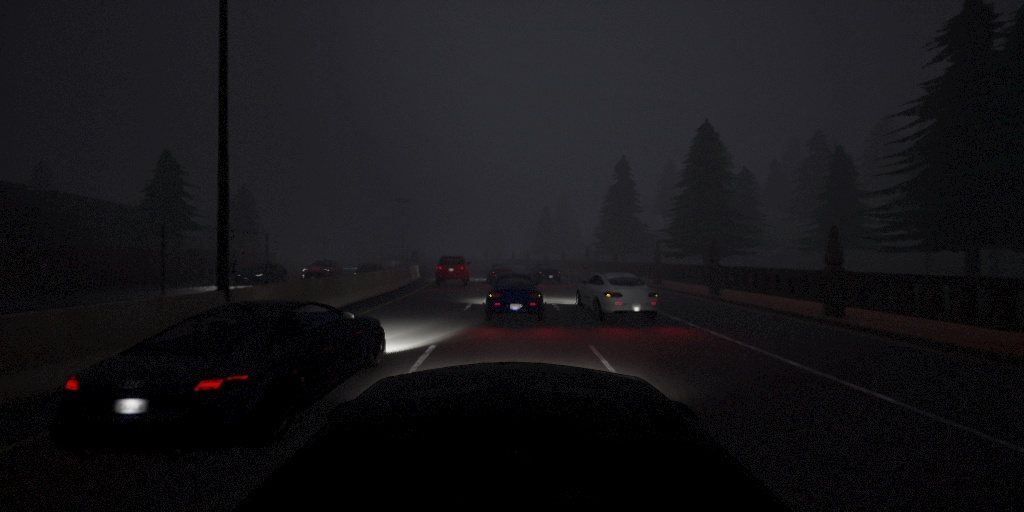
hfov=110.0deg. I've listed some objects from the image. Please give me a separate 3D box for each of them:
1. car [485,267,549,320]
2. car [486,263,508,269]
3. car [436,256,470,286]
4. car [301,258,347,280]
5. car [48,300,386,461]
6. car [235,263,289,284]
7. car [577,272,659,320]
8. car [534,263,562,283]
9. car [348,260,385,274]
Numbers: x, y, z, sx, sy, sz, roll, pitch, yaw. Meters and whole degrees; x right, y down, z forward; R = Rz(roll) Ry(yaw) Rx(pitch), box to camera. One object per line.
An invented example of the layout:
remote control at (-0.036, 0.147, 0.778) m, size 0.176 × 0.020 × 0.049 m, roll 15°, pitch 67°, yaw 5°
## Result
car at (0.056, 1.286, 12.563) m, size 1.812 × 1.442 × 4.674 m, roll 0°, pitch 0°, yaw -1°
car at (-1.034, 1.300, 27.945) m, size 1.812 × 1.442 × 4.674 m, roll 0°, pitch 0°, yaw -8°
car at (-4.249, 0.994, 26.001) m, size 2.150 × 2.045 × 5.566 m, roll 0°, pitch 0°, yaw -6°
car at (-15.642, 1.127, 29.768) m, size 2.097 × 1.767 × 4.553 m, roll 0°, pitch 0°, yaw -11°
car at (-3.426, 1.318, 5.242) m, size 1.994 × 1.385 × 4.181 m, roll 0°, pitch 0°, yaw 0°
car at (-18.735, 1.278, 27.139) m, size 1.837 × 1.490 × 4.892 m, roll 0°, pitch 0°, yaw -9°
car at (3.549, 1.286, 12.646) m, size 1.812 × 1.442 × 4.674 m, roll 0°, pitch 0°, yaw -1°
car at (2.492, 1.300, 27.983) m, size 1.812 × 1.442 × 4.674 m, roll 0°, pitch 0°, yaw -7°
car at (-12.284, 1.324, 31.206) m, size 2.033 × 1.411 × 5.357 m, roll 0°, pitch 0°, yaw -10°
